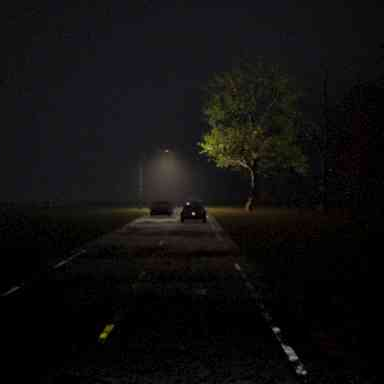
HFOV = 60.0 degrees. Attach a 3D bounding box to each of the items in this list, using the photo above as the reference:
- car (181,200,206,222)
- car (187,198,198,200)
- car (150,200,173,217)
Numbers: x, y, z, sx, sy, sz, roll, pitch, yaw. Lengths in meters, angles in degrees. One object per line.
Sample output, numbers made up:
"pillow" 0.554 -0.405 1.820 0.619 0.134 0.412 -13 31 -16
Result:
"car" 0.106 1.584 26.773 1.994 1.385 4.181 0 0 0
"car" 0.108 1.502 42.860 1.882 1.535 5.008 0 0 0
"car" -2.802 1.499 31.263 1.882 1.535 5.008 0 0 0
